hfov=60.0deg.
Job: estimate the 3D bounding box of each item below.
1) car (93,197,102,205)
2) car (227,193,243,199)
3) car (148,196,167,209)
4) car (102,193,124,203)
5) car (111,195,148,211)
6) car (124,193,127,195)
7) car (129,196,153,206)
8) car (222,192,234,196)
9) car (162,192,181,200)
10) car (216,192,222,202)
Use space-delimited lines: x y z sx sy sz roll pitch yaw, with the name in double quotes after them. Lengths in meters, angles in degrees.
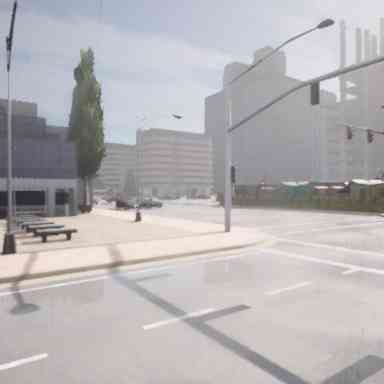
-16.806 1.426 54.599 1.994 1.385 4.181 0 0 -33 "car"
11.413 1.099 88.876 3.806 1.475 1.970 0 0 -34 "car"
-5.529 1.520 43.456 1.895 1.301 4.718 0 0 -33 "car"
-13.888 0.903 56.526 2.097 1.767 4.553 0 0 -33 "car"
-7.701 1.431 40.369 2.128 1.511 4.902 0 0 -33 "car"
-14.040 1.138 63.202 2.150 2.045 5.566 0 0 -33 "car"
-8.481 1.398 54.717 2.128 1.511 4.902 0 0 -33 "car"
8.215 1.186 62.674 3.806 1.475 1.970 0 0 -34 "car"
-4.529 0.971 81.240 3.866 1.878 1.905 0 0 -34 "car"
6.587 0.949 65.068 3.866 1.878 1.905 0 0 -34 "car"
